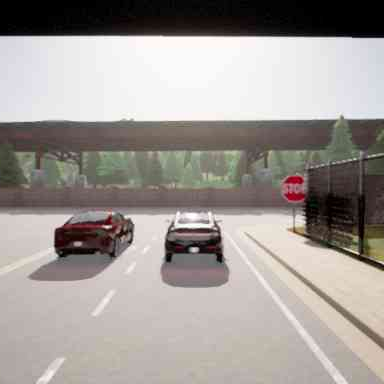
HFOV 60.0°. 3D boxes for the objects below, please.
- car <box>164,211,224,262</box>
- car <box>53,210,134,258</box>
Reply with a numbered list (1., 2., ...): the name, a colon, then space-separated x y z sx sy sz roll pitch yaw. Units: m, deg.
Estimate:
1. car: 0.073 1.421 11.872 2.128 1.511 4.902 0 0 0
2. car: -3.425 1.404 12.487 1.882 1.535 5.008 0 0 0
